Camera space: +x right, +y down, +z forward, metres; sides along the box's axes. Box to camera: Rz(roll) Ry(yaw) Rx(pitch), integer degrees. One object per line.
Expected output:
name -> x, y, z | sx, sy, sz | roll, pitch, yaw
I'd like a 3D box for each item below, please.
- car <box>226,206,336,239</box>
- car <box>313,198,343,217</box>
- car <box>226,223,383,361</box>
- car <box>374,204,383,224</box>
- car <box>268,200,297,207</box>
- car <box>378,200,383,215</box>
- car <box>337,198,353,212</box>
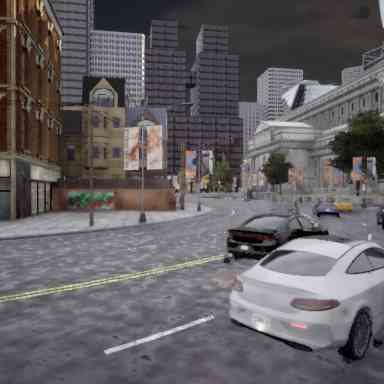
car -> 3.163, 1.470, 11.648 | 1.882, 1.535, 5.008 | 0, 1, 41
car -> 12.342, 1.547, 30.959 | 1.994, 1.385, 4.181 | 0, 0, 13
car -> 2.594, 1.523, 5.953 | 4.674, 1.442, 1.812 | 0, 0, -43
car -> 12.752, 1.483, 20.935 | 2.128, 1.511, 4.902 | 0, 0, 24
car -> 6.717, 1.402, 24.195 | 1.837, 1.490, 4.892 | 0, 0, 22
car -> 19.098, 1.507, 30.595 | 2.002, 1.452, 4.674 | 0, 0, 11
car -> 16.860, 1.435, 38.550 | 1.801, 1.575, 5.366 | 0, 0, 5
